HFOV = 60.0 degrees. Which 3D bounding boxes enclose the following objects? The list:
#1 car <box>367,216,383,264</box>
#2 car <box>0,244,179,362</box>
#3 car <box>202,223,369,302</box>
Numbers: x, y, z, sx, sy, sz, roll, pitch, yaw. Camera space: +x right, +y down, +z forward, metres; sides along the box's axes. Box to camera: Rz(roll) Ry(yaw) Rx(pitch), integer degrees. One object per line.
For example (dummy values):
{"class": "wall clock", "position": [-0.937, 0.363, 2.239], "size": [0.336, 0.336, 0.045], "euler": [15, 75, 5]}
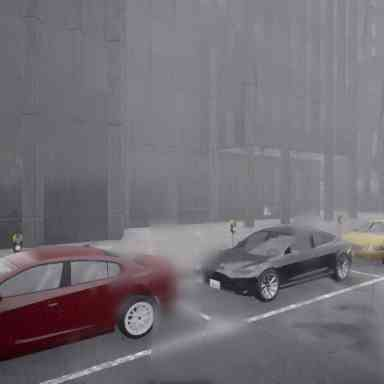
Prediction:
{"class": "car", "position": [6.703, 1.527, 11.445], "size": [4.829, 1.417, 1.752], "euler": [0, 0, -36]}
{"class": "car", "position": [-2.330, 1.545, 4.990], "size": [4.507, 1.381, 1.887], "euler": [0, 0, -36]}
{"class": "car", "position": [2.255, 1.566, 8.267], "size": [4.313, 1.339, 1.947], "euler": [0, 0, -36]}
